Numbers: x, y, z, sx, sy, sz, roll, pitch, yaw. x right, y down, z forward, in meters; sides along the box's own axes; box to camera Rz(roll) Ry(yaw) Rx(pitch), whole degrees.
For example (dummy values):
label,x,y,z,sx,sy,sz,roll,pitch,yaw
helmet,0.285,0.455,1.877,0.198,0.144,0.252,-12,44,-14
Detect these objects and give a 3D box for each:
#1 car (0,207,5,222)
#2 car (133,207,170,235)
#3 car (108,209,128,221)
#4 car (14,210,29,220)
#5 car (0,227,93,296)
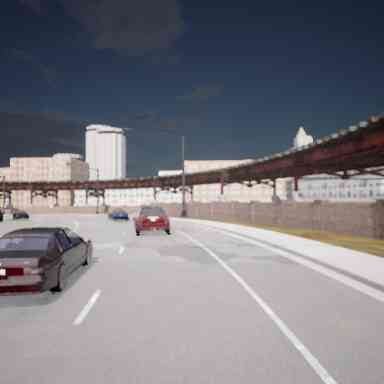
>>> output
label,x,y,z,sx,sy,sz,roll,pitch,yaw
car,-26.053,2.903,43.966,2.150,2.045,5.566,0,-3,-28
car,-2.744,1.733,21.774,2.097,1.767,4.553,0,-2,-12
car,-9.403,2.848,42.057,1.994,1.385,4.181,0,-3,-23
car,-26.321,3.551,51.244,2.033,1.411,5.357,0,-3,-33
car,-4.054,1.655,9.006,2.033,1.411,5.357,0,-1,-6
